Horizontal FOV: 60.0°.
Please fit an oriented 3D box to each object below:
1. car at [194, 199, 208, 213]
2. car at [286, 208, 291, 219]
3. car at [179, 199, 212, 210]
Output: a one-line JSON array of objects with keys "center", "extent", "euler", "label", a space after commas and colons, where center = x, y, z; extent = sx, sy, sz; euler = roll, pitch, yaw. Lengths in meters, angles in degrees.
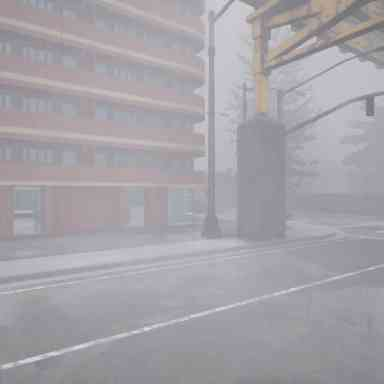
[{"center": [0.276, 1.478, 36.833], "extent": [1.882, 1.535, 5.008], "euler": [0, 0, -36], "label": "car"}, {"center": [6.239, 1.526, 28.463], "extent": [1.812, 1.442, 4.674], "euler": [0, 0, -36], "label": "car"}, {"center": [0.373, 1.601, 43.078], "extent": [1.895, 1.301, 4.718], "euler": [0, 0, -35], "label": "car"}]
